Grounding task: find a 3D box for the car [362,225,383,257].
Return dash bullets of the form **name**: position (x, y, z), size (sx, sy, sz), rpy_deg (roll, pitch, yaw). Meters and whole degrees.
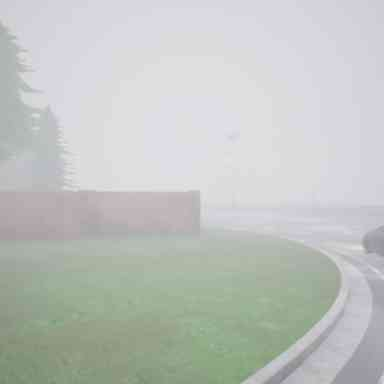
- **car**: position (7.721, 1.756, 11.992), size (1.994, 1.385, 4.181), rpy_deg (0, -1, 11)
